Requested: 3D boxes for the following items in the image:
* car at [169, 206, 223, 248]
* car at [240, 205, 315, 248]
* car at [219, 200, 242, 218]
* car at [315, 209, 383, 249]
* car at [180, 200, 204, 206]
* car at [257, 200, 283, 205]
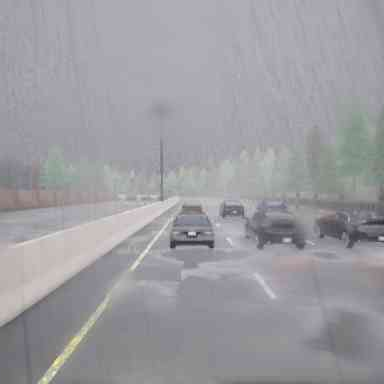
[{"bbox_3d":[0.000,1.563,14.650,2.033,1.411,5.357,0,0,0],"label":"car"},{"bbox_3d":[3.500,1.517,14.650,1.837,1.490,4.892,0,0,0],"label":"car"},{"bbox_3d":[3.500,1.485,29.650,1.882,1.535,5.008,0,0,0],"label":"car"},{"bbox_3d":[7.000,1.495,14.650,2.128,1.511,4.902,0,0,0],"label":"car"},{"bbox_3d":[0.000,1.485,29.650,1.882,1.535,5.008,0,0,0],"label":"car"},{"bbox_3d":[7.000,1.485,29.650,1.882,1.535,5.008,0,0,0],"label":"car"}]
